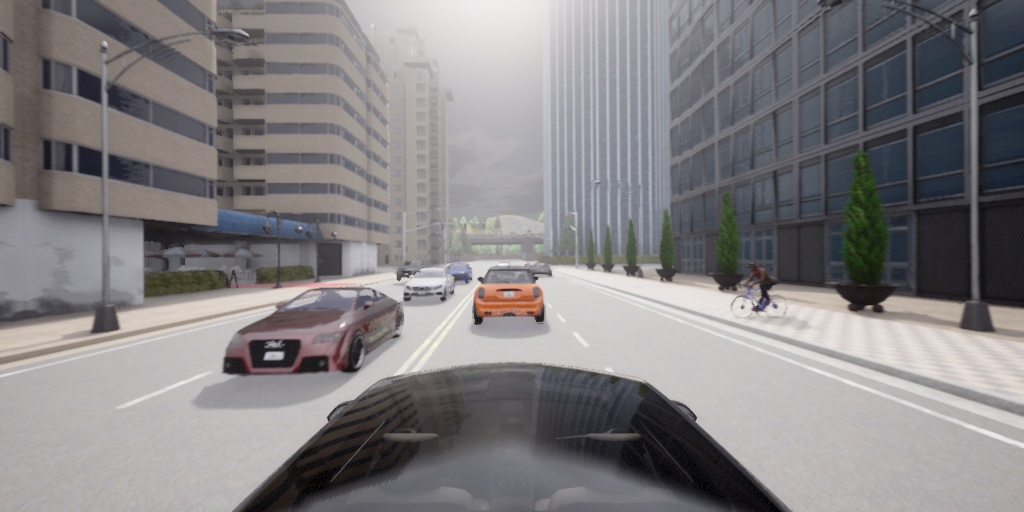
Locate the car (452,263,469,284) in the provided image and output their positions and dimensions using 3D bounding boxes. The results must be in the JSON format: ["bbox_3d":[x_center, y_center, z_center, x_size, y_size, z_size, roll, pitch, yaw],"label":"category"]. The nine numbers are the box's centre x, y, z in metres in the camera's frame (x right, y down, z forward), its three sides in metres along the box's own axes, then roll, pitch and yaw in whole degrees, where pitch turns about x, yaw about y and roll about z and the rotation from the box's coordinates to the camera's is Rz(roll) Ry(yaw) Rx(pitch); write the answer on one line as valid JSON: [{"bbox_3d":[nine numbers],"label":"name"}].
[{"bbox_3d":[-4.154,1.275,28.090,1.882,1.535,5.008,0,0,-1],"label":"car"}]

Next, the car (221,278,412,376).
[{"bbox_3d":[-3.694,1.347,7.492,1.994,1.385,4.181,0,0,-1],"label":"car"}]

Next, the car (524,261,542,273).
[{"bbox_3d":[2.556,1.351,44.221,1.895,1.301,4.718,0,0,-1],"label":"car"}]

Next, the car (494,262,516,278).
[{"bbox_3d":[-0.687,1.337,35.428,1.994,1.385,4.181,0,0,-1],"label":"car"}]

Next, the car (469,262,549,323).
[{"bbox_3d":[-0.125,1.107,12.266,2.097,1.767,4.553,0,0,-1],"label":"car"}]

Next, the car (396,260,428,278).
[{"bbox_3d":[-7.571,1.044,27.909,1.837,1.490,4.892,0,0,-1],"label":"car"}]

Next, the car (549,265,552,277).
[{"bbox_3d":[2.811,1.307,35.414,1.994,1.385,4.181,0,0,-1],"label":"car"}]

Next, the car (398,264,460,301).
[{"bbox_3d":[-3.918,1.316,17.673,1.812,1.442,4.674,0,0,-1],"label":"car"}]

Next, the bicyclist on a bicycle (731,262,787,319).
[{"bbox_3d":[7.051,0.994,10.244,1.656,1.620,0.582,-1,0,-1],"label":"bicyclist on a bicycle"}]
